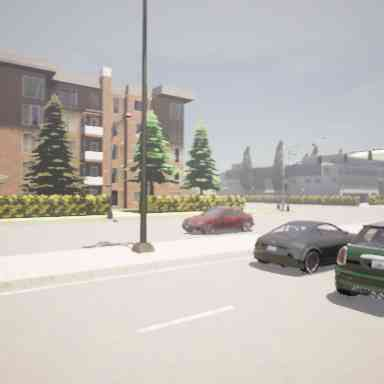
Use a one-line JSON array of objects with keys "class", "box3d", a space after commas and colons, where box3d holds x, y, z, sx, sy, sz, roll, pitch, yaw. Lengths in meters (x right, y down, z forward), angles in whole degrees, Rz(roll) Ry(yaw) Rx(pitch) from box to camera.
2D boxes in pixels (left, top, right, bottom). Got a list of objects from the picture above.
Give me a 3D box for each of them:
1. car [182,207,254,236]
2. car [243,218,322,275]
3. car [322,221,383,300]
[{"class": "car", "box3d": [1.623, 1.615, 19.277, 4.674, 1.442, 1.812, 1, 0, -36]}, {"class": "car", "box3d": [3.963, 1.632, 10.861, 4.181, 1.385, 1.994, 1, 0, -36]}, {"class": "car", "box3d": [5.273, 1.414, 7.505, 4.553, 1.767, 2.097, 1, 0, -36]}]
